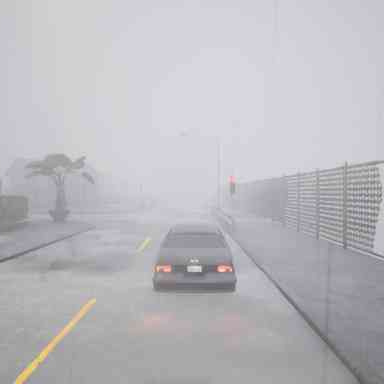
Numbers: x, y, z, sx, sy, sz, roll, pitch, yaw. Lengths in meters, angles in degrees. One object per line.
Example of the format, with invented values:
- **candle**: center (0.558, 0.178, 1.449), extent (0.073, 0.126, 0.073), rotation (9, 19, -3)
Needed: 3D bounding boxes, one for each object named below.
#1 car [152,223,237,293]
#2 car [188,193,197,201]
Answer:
- **car**: center (0.072, 1.547, 8.996), extent (2.033, 1.411, 5.357), rotation (0, 0, 1)
- **car**: center (0.082, 1.225, 87.099), extent (2.150, 2.045, 5.566), rotation (0, 0, 0)
